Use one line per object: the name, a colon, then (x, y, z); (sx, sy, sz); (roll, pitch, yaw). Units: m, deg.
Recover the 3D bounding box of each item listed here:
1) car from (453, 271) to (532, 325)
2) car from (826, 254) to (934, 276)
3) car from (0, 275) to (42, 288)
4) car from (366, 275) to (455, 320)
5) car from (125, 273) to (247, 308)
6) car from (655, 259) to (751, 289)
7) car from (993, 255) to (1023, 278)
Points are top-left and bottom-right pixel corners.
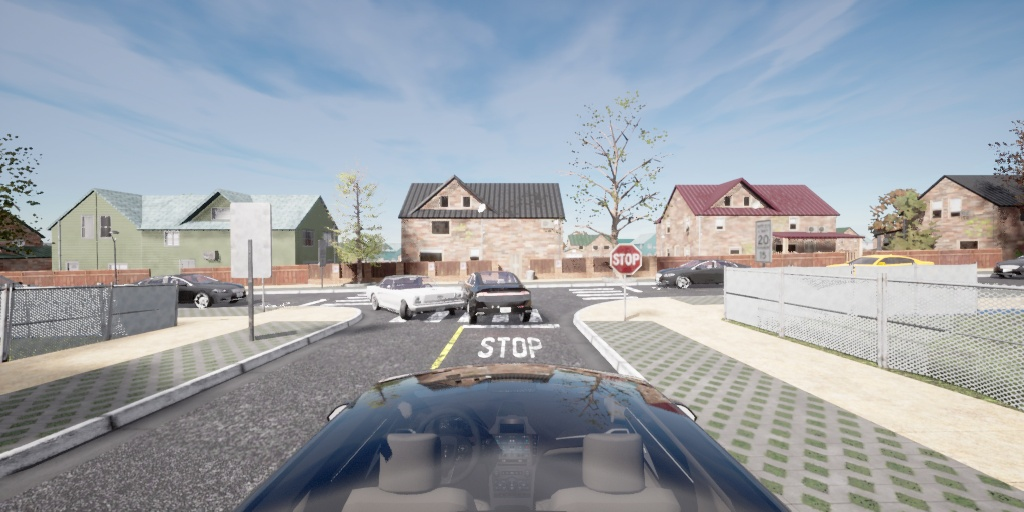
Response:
car: (-0.683, 1.242, 12.020); (2.128, 1.511, 4.902); (0, 0, -12)
car: (19.765, 0.690, 19.460); (5.008, 1.535, 1.882); (-1, 1, -1)
car: (-24.236, 1.648, 16.340); (4.553, 1.767, 2.097); (-1, 1, 0)
car: (-3.600, 1.368, 12.880); (1.895, 1.301, 4.718); (0, 0, -38)
car: (-14.899, 1.566, 16.378); (4.902, 1.511, 2.128); (-1, 1, 0)
car: (10.335, 0.926, 19.426); (4.902, 1.511, 2.128); (-1, 1, 0)
car: (29.390, 0.478, 19.494); (4.902, 1.511, 2.128); (-1, 1, 0)
